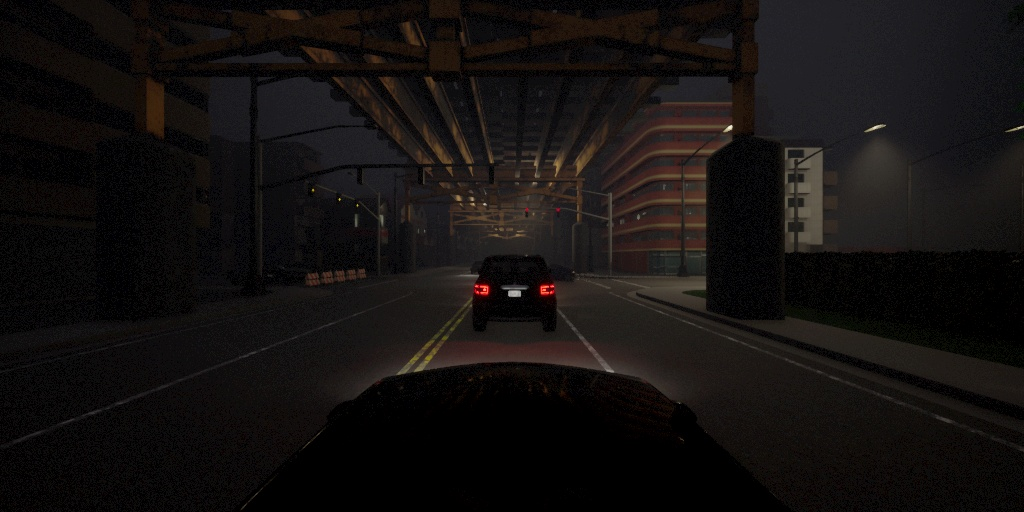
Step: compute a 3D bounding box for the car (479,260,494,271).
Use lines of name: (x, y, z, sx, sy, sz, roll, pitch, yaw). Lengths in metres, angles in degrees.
car: (-3.556, 1.276, 50.779, 1.812, 1.442, 4.674, 0, 0, 0)

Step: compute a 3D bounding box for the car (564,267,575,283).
car: (2.624, 1.314, 26.938, 4.181, 1.385, 1.994, 0, 0, -15)

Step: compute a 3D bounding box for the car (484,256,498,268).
car: (-3.533, 0.955, 61.523, 2.150, 2.045, 5.566, 0, 0, 0)

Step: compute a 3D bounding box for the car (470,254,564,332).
car: (0.076, 0.971, 11.054, 2.150, 2.045, 5.566, 0, 0, 0)

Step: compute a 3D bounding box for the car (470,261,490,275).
car: (-3.569, 1.276, 40.690, 1.812, 1.442, 4.674, 0, 0, 0)

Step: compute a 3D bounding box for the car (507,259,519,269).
car: (0.129, 1.271, 55.829, 1.812, 1.442, 4.674, 0, 0, 0)
